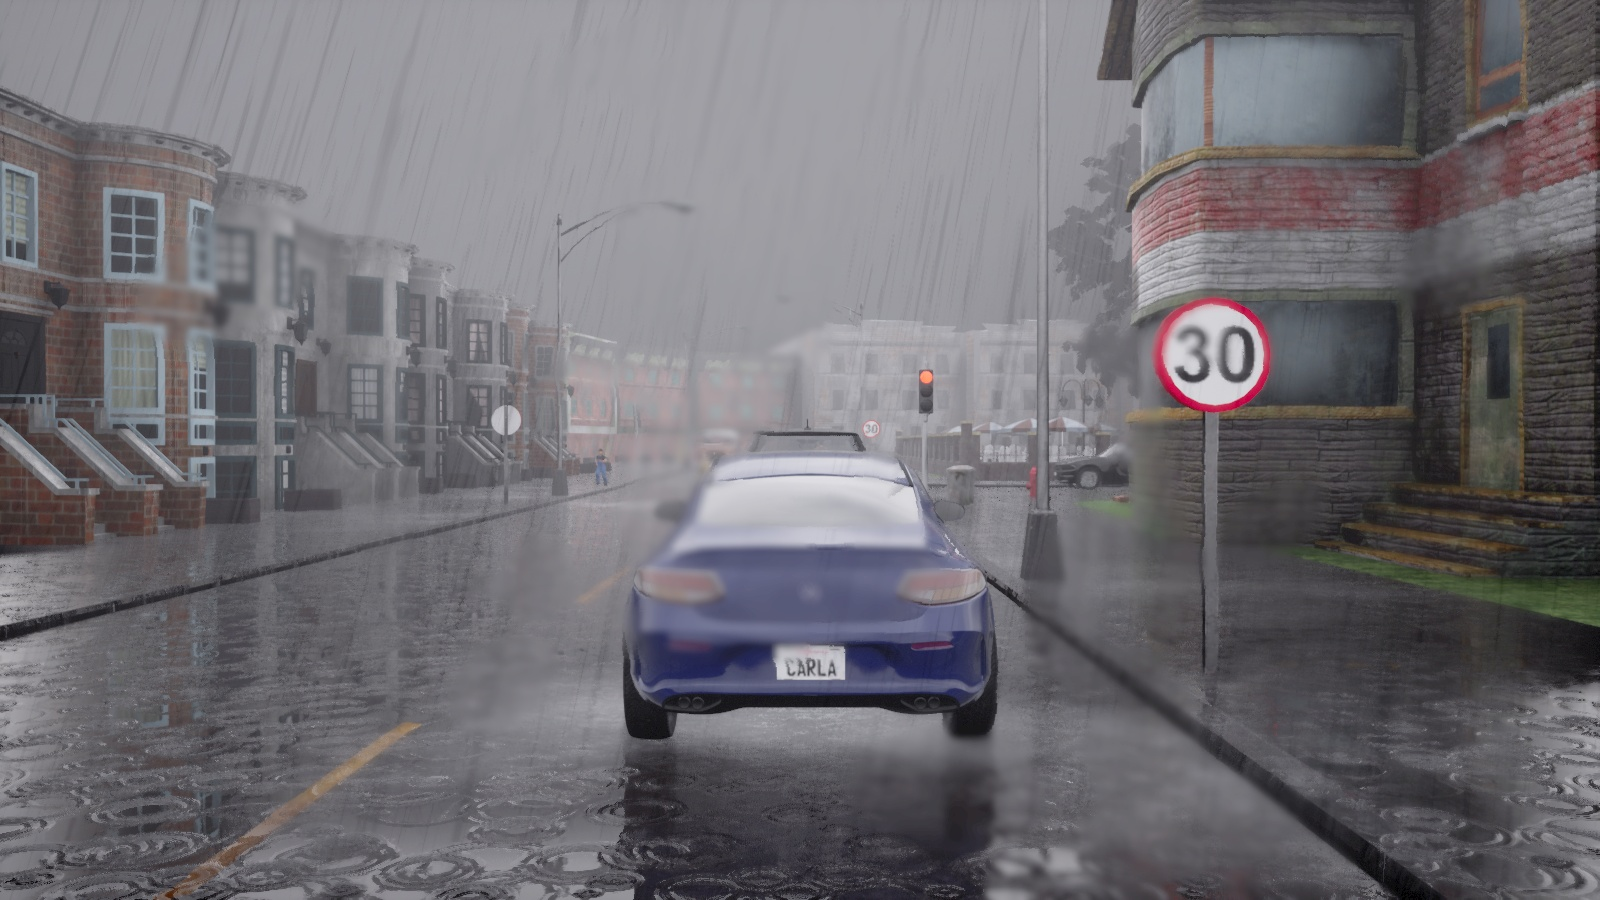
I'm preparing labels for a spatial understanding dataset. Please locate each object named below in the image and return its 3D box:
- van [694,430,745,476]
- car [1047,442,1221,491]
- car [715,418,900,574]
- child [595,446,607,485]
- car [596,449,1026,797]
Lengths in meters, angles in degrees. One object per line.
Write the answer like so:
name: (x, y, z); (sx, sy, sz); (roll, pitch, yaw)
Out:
van: (-3.687, 0.134, 58.264); (2.069, 2.038, 4.480); (0, 0, 0)
car: (10.541, 0.505, 39.890); (5.008, 1.535, 1.882); (0, 0, 0)
car: (0.102, 0.510, 16.547); (2.097, 1.767, 4.553); (0, 0, 0)
child: (-6.546, 0.495, 41.266); (0.270, 1.263, 0.437); (0, 0, 11)
car: (0.058, 0.729, 7.638); (1.812, 1.442, 4.674); (0, 0, 0)
